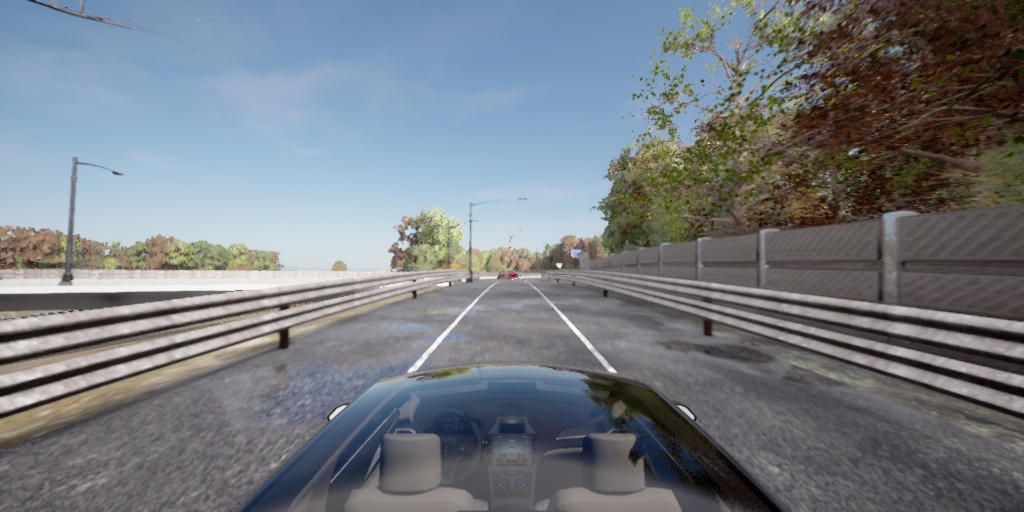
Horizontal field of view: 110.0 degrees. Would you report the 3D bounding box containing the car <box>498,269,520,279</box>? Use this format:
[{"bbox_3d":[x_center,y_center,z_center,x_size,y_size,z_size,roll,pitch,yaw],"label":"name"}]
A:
[{"bbox_3d":[-0.494,3.342,65.151,2.097,1.767,4.553,-2,-4,36],"label":"car"}]

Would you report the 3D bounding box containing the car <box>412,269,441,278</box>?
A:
[{"bbox_3d":[-12.363,2.643,51.416,2.097,1.767,4.553,-3,-4,45],"label":"car"}]
